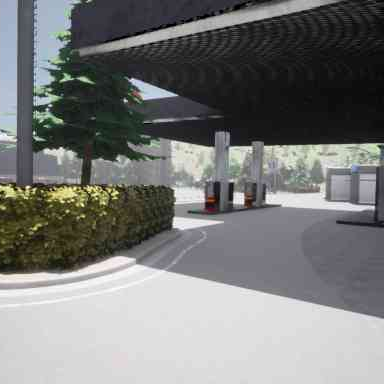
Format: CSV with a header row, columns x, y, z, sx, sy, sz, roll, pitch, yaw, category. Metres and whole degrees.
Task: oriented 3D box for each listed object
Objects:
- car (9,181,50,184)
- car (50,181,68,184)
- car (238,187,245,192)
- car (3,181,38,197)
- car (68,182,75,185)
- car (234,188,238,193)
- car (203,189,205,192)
x,y,z,sx,sy,sz,roll,pitch,yaw,category
-17.326,-0.181,35.174,3.866,1.878,1.905,2,2,35,car
-26.947,-1.261,65.396,3.866,1.878,1.905,2,2,35,car
12.635,-0.548,85.463,4.892,1.490,1.837,2,2,34,car
-21.876,-0.468,42.380,4.605,1.855,1.932,2,2,35,car
-25.616,-1.287,68.011,4.605,1.855,1.932,2,2,35,car
6.475,-0.347,68.218,4.514,1.523,2.007,2,2,35,car
4.716,-0.320,65.620,5.027,1.636,2.152,2,2,35,car
